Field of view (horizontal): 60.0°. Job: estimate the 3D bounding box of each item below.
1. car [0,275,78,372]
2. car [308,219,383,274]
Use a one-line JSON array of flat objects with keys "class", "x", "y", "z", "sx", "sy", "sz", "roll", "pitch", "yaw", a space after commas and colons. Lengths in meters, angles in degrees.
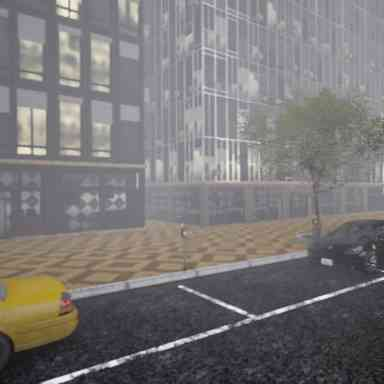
[{"class": "car", "x": -3.883, "y": 1.525, "z": 3.801, "sx": 4.829, "sy": 1.417, "sz": 1.752, "roll": 0, "pitch": -1, "yaw": -35}, {"class": "car", "x": 5.513, "y": 1.566, "z": 10.496, "sx": 4.313, "sy": 1.339, "sz": 1.947, "roll": 0, "pitch": -1, "yaw": -35}]
